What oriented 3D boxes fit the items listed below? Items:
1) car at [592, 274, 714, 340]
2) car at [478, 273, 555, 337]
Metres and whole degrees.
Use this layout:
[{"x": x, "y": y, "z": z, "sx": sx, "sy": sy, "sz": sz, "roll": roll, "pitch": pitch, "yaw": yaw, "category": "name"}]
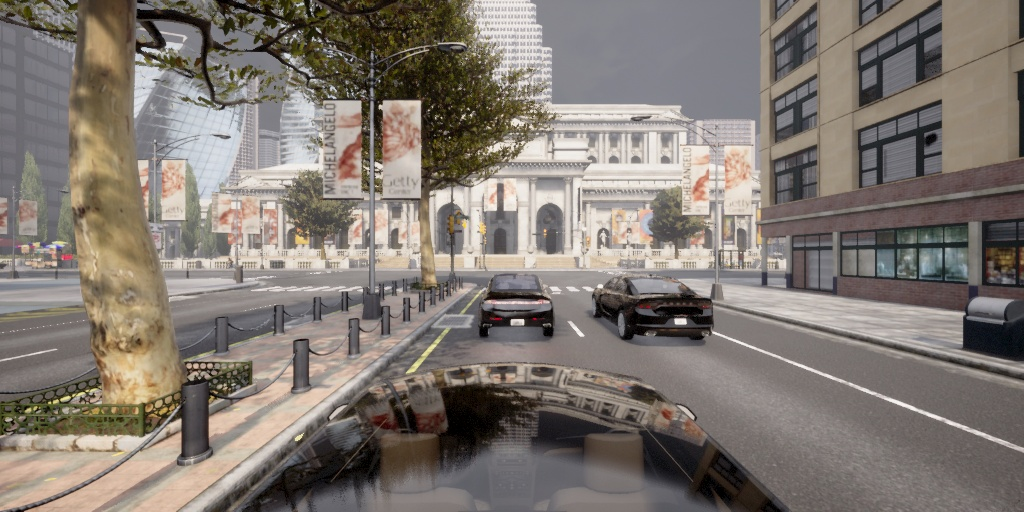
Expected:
[{"x": 3.564, "y": 1.228, "z": 10.019, "sx": 1.882, "sy": 1.535, "sz": 5.008, "roll": 0, "pitch": 0, "yaw": 0, "category": "car"}, {"x": 0.080, "y": 1.241, "z": 10.286, "sx": 2.128, "sy": 1.511, "sz": 4.902, "roll": 0, "pitch": 0, "yaw": -1, "category": "car"}]
